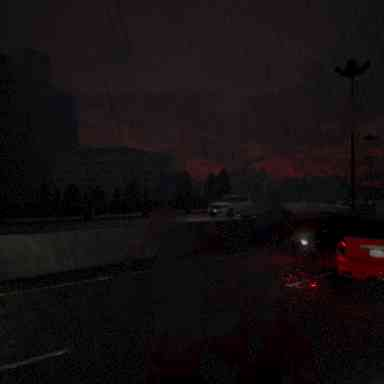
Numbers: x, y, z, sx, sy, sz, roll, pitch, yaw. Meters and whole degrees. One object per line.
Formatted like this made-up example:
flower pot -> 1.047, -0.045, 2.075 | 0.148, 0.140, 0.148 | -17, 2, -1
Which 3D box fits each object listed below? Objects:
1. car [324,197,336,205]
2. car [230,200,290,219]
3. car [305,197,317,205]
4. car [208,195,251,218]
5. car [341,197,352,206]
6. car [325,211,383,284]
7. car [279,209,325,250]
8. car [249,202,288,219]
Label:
car -> 27.516, 1.778, 66.173 | 1.994, 1.385, 4.181 | 0, 0, 27
car -> 5.059, 1.543, 22.946 | 1.882, 1.535, 5.008 | 0, 0, 43
car -> 24.214, 1.748, 67.406 | 1.837, 1.490, 4.892 | 0, 0, 27
car -> 3.814, 1.335, 32.102 | 2.150, 2.045, 5.566 | 0, 0, 39
car -> 26.708, 1.682, 57.041 | 1.837, 1.490, 4.892 | 0, 0, 28
car -> 5.643, 1.364, 8.652 | 4.553, 1.767, 2.097 | 0, 0, -41
car -> 5.791, 1.532, 13.491 | 4.892, 1.490, 1.837 | 0, 0, -43
car -> 7.159, 1.664, 30.748 | 1.994, 1.385, 4.181 | 0, 0, 38
